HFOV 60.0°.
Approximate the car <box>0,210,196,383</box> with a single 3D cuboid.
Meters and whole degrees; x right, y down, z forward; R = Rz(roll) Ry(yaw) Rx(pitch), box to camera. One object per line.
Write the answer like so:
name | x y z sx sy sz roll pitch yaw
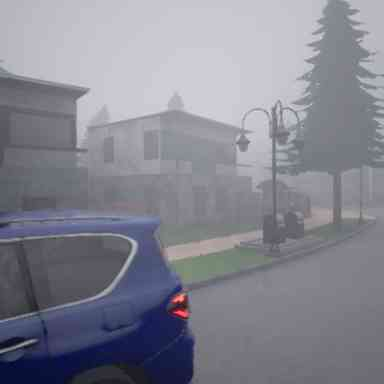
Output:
car | -2.557 1.230 2.313 5.566 2.045 2.150 -1 1 -36
